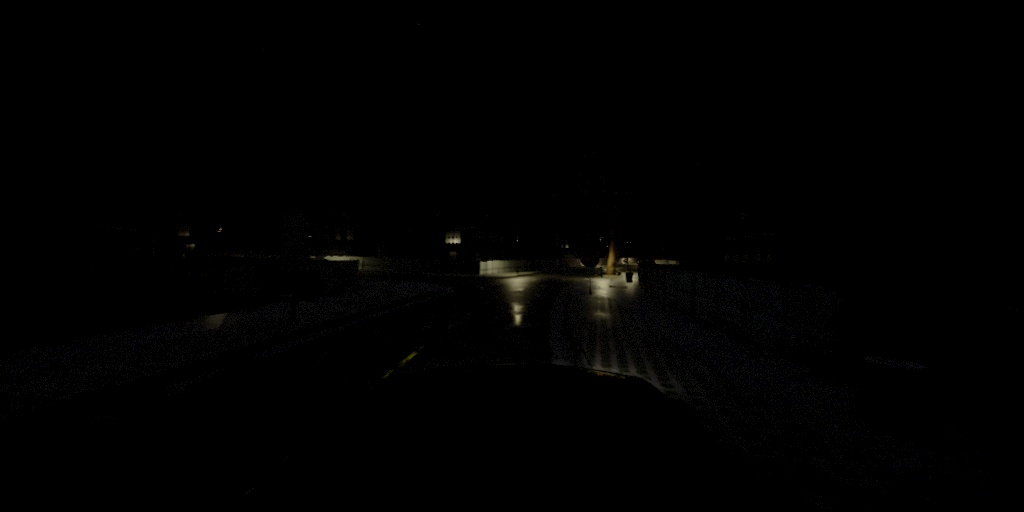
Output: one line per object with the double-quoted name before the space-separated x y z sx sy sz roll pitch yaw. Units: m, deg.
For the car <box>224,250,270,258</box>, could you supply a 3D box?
"car" -23.438 0.514 32.120 5.566 2.045 2.150 1 0 22
